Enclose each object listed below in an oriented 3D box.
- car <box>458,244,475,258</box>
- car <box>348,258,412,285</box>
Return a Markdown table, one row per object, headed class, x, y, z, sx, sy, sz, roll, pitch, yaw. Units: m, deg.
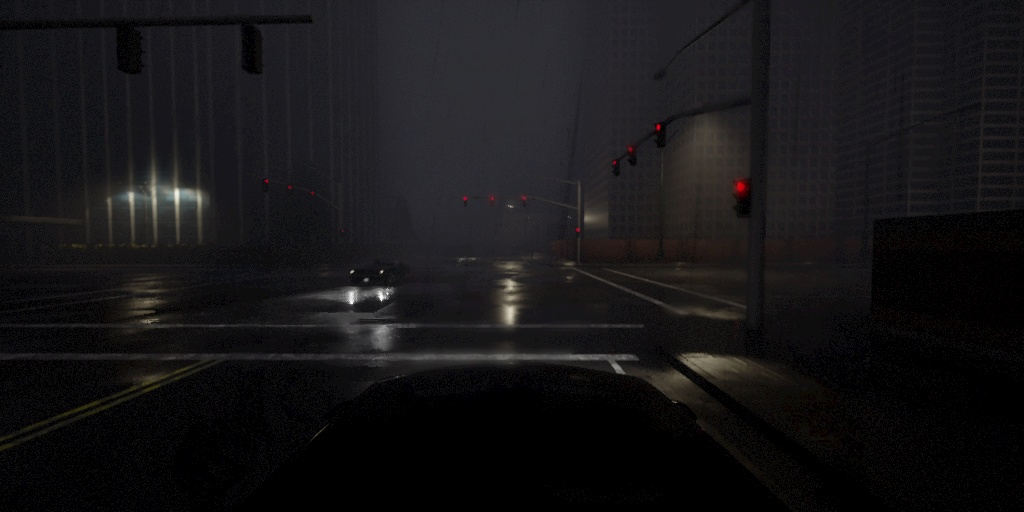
| class | x | y | z | sx | sy | sz | roll | pitch | yaw |
| --- | --- | --- | --- | --- | --- | --- | --- | --- | --- |
| car | -7.020 | -0.842 | 55.752 | 2.150 | 2.045 | 5.566 | 0 | 3 | 0 |
| car | -7.006 | 0.774 | 19.467 | 1.895 | 1.301 | 4.718 | 0 | 2 | 0 |
